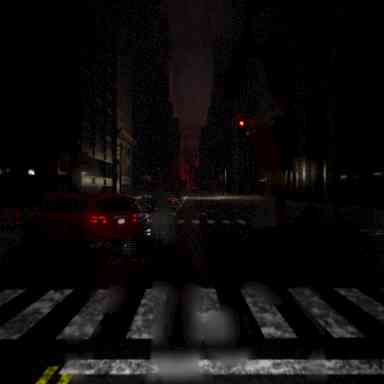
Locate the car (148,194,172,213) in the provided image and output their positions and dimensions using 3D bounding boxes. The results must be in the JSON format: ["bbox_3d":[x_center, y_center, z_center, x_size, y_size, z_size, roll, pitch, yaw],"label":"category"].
[{"bbox_3d":[-3.351,1.254,33.217,1.837,1.490,4.892,0,1,0],"label":"car"}]

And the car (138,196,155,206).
[{"bbox_3d":[-6.590,1.226,48.757,1.895,1.301,4.718,0,0,0],"label":"car"}]

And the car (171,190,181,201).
[{"bbox_3d":[-3.258,0.615,65.391,2.150,2.045,5.566,0,1,0],"label":"car"}]

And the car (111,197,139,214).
[{"bbox_3d":[-6.602,1.253,33.216,1.837,1.490,4.892,0,1,0],"label":"car"}]

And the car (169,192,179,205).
[{"bbox_3d":[-3.338,1.102,48.978,1.882,1.535,5.008,0,0,0],"label":"car"}]

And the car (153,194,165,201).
[{"bbox_3d":[-6.508,0.995,65.394,1.895,1.301,4.718,0,1,0],"label":"car"}]

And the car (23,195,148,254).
[{"bbox_3d":[-4.572,1.120,13.333,5.566,2.045,2.150,0,-1,39],"label":"car"}]
